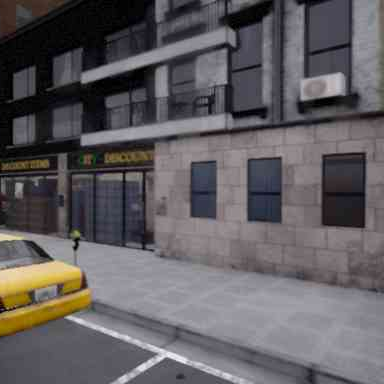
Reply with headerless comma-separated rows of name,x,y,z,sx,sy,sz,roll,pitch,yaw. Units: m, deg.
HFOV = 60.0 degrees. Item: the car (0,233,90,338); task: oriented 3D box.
car,-4.175,1.412,6.266,5.366,1.575,1.801,0,0,36
